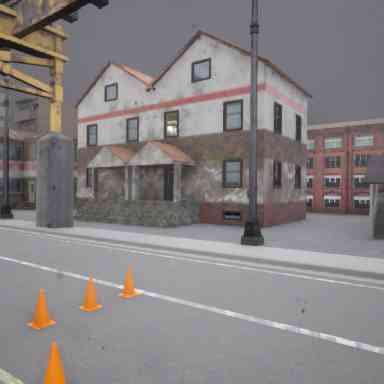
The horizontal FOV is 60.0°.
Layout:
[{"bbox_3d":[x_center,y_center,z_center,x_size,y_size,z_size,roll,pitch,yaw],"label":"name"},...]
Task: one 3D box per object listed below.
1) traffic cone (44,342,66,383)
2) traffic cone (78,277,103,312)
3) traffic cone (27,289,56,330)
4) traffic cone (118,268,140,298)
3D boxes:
[{"bbox_3d":[-1.509,1.952,3.648,0.340,0.580,0.340,0,0,36],"label":"traffic cone"},{"bbox_3d":[-1.960,1.949,6.441,0.340,0.580,0.340,0,0,36],"label":"traffic cone"},{"bbox_3d":[-2.546,1.949,5.630,0.340,0.580,0.340,0,0,36],"label":"traffic cone"},{"bbox_3d":[-1.375,1.949,7.251,0.340,0.580,0.340,0,0,36],"label":"traffic cone"}]
